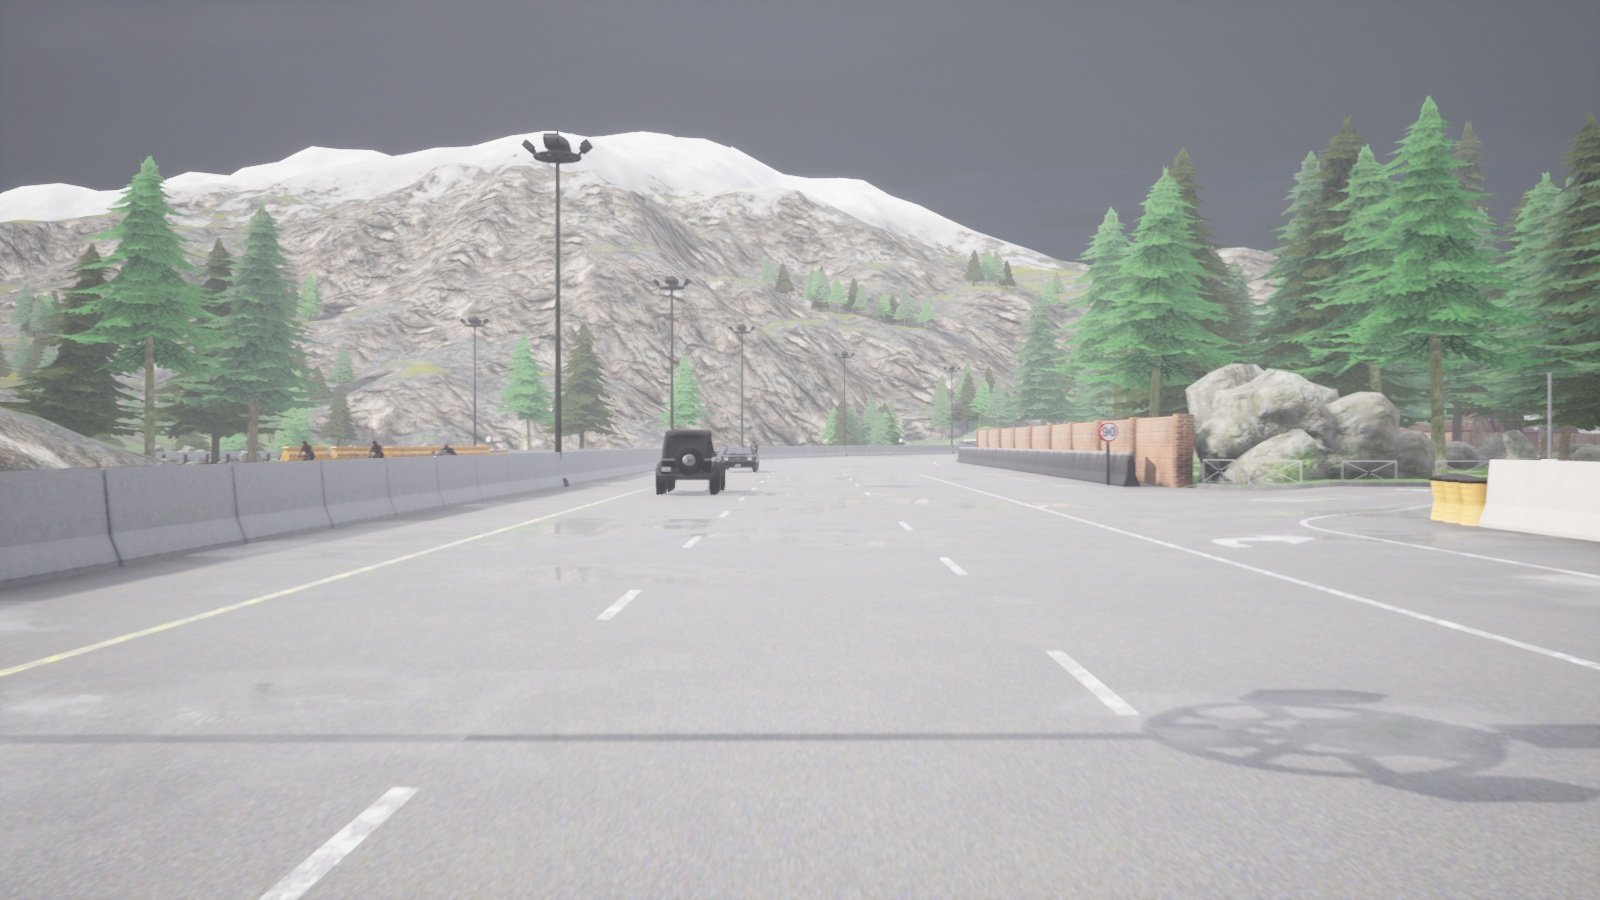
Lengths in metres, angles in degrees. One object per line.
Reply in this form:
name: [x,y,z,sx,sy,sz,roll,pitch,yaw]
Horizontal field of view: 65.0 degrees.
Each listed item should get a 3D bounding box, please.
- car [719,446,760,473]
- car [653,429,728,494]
car: [-3.111,0.474,65.690,1.895,1.301,4.718,0,0,0]
car: [-3.268,0.325,38.051,1.905,1.878,3.866,0,0,0]
